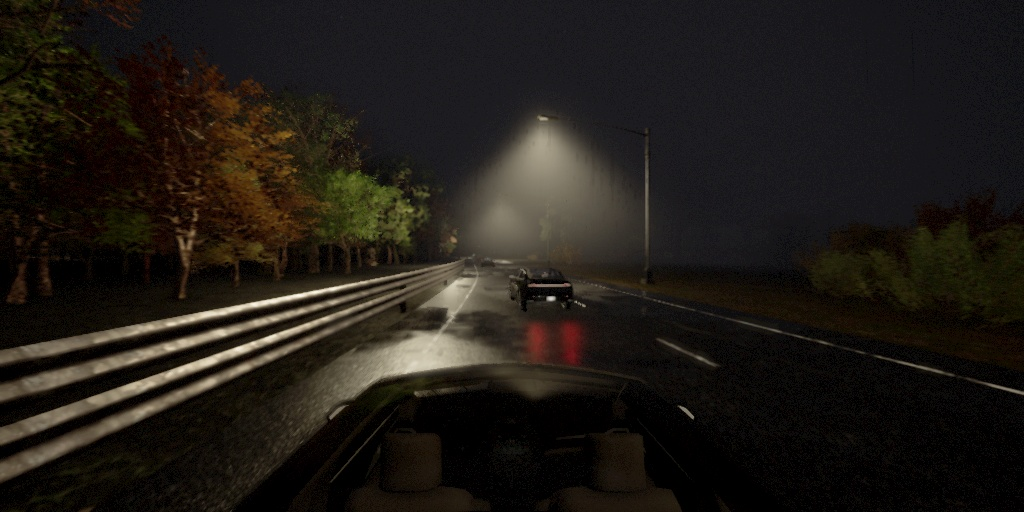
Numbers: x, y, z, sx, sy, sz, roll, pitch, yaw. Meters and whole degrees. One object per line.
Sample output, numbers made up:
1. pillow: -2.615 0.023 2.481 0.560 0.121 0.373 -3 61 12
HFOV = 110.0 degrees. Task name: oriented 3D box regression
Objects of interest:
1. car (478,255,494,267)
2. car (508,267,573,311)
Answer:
1. car: -3.716 0.927 54.033 1.994 1.385 4.181 0 0 -7
2. car: 0.991 1.159 14.026 2.128 1.511 4.902 0 0 -7
